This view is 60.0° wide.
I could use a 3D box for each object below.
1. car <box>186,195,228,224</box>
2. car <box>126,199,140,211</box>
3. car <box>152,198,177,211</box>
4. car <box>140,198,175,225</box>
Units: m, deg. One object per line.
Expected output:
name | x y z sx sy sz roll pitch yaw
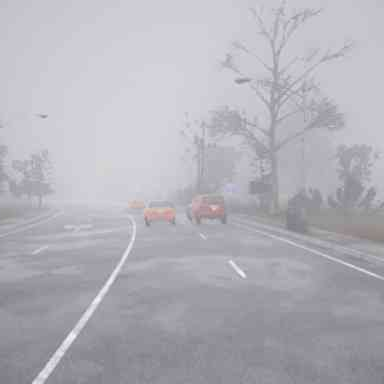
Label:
car | 1.018 1.237 24.966 2.150 2.045 5.566 0 0 -11
car | -7.268 1.567 42.387 1.882 1.535 5.008 -1 0 -18
car | -3.590 1.546 42.392 2.128 1.511 4.902 -1 0 -18
car | -2.535 1.393 24.682 2.097 1.767 4.553 0 0 -11
